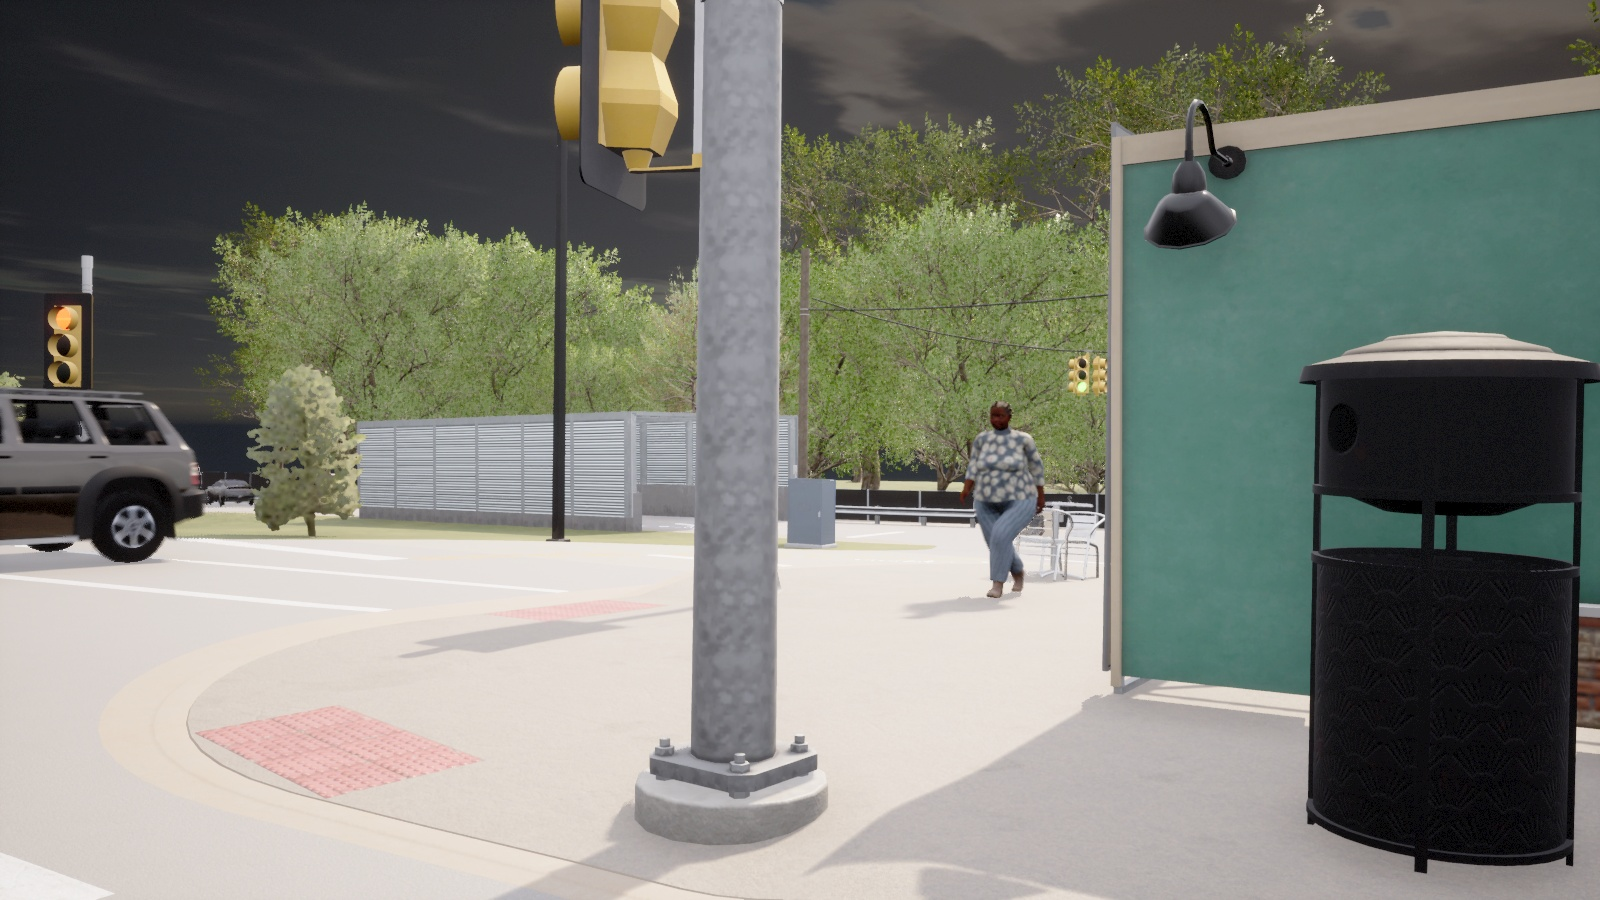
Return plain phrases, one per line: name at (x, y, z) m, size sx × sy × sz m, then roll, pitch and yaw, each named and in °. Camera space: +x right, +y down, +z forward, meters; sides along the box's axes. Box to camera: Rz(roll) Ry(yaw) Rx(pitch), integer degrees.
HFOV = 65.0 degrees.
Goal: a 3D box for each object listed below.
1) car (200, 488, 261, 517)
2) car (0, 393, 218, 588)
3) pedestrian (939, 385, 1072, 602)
car at (-33.869, 3.087, 74.638) m, size 2.128 × 1.511 × 4.902 m, roll -1°, pitch 0°, yaw -38°
car at (-8.455, 0.381, 12.354) m, size 1.932 × 1.855 × 4.605 m, roll 0°, pitch 1°, yaw 34°
pedestrian at (1.859, 0.363, 11.312) m, size 0.874 × 1.855 × 0.900 m, roll 0°, pitch 1°, yaw 34°
